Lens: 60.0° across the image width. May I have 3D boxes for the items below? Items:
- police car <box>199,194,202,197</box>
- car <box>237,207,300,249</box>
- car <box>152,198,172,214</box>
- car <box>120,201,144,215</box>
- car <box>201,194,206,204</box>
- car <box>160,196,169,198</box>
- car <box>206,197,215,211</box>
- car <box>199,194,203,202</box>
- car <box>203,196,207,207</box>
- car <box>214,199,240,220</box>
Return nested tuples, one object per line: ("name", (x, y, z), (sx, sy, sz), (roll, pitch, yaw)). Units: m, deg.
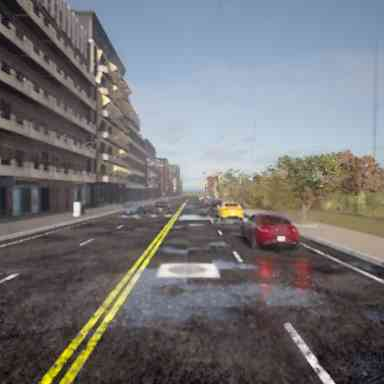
("police car", (3.271, 1.954, 87.754), (2.038, 1.542, 4.974), (0, 0, 0))
("car", (3.352, 1.596, 14.751), (1.812, 1.442, 4.674), (0, 0, 0))
("car", (-3.312, 1.689, 37.502), (1.837, 1.490, 4.892), (0, -1, 0))
("car", (-6.565, 1.727, 36.888), (2.033, 1.411, 5.357), (0, 0, 0))
("car", (3.266, 1.787, 65.944), (1.801, 1.575, 5.366), (0, 0, 0))
("car", (-6.481, 1.556, 78.377), (1.882, 1.535, 5.008), (0, 0, 0))
("car", (3.260, 1.717, 43.753), (1.837, 1.490, 4.892), (0, 0, 0))
("car", (3.268, 1.866, 76.754), (1.882, 1.535, 5.008), (0, 0, 0))
("car", (3.263, 1.834, 54.753), (1.994, 1.385, 4.181), (0, 0, 0))
("car", (3.358, 1.621, 29.848), (1.882, 1.535, 5.008), (0, 0, 0))
